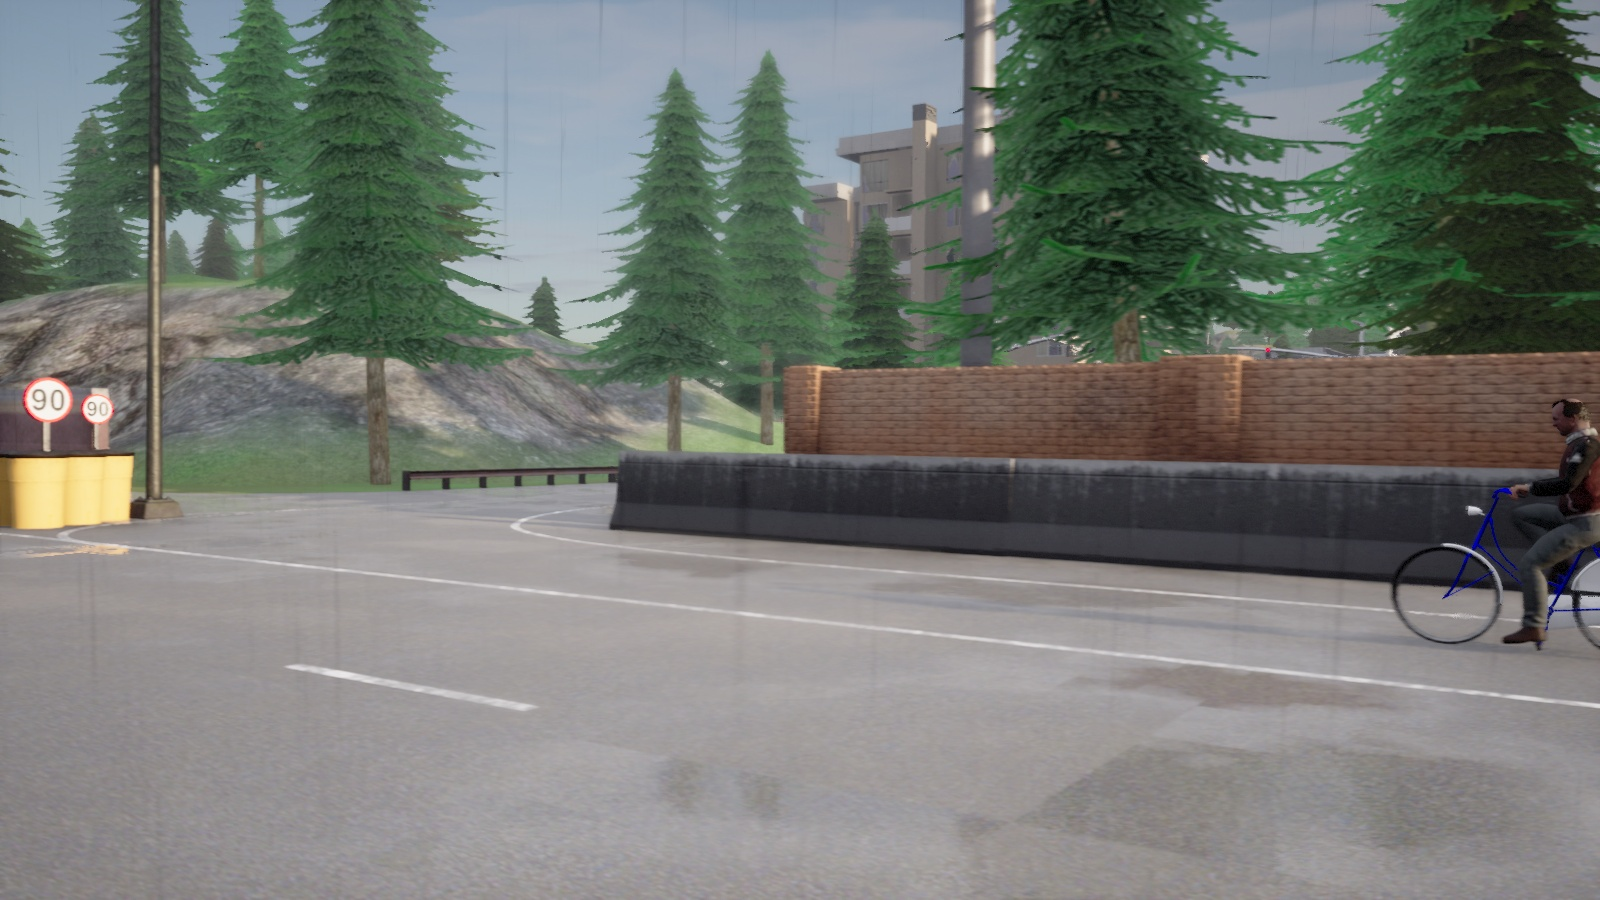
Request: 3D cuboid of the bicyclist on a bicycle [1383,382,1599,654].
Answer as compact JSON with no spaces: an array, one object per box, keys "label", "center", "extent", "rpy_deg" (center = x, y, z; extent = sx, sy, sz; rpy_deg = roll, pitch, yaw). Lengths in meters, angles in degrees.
[{"label":"bicyclist on a bicycle","center":[5.077,0.438,8.651],"extent":[1.843,1.776,0.659],"rpy_deg":[0,1,34]}]
